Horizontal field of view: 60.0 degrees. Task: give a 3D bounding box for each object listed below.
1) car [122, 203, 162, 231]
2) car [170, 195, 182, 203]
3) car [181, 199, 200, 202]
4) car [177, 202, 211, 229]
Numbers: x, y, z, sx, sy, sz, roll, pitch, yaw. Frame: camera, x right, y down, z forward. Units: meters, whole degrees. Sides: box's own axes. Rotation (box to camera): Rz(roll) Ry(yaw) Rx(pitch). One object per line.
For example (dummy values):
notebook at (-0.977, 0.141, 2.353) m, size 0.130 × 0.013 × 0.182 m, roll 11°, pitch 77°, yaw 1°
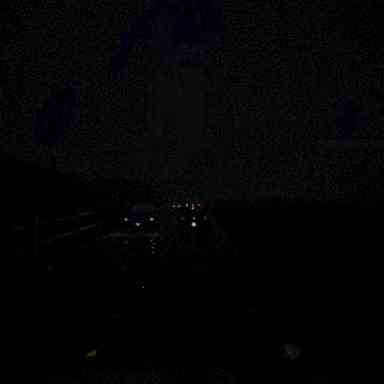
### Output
car at (-2.846, 1.420, 19.786) m, size 1.812 × 1.442 × 4.674 m, roll 0°, pitch 0°, yaw 0°
car at (-2.785, 1.288, 60.333) m, size 2.128 × 1.511 × 4.902 m, roll 0°, pitch 0°, yaw 1°
car at (0.104, 1.433, 37.008) m, size 1.895 × 1.301 × 4.718 m, roll 0°, pitch 0°, yaw 0°
car at (0.103, 1.492, 20.664) m, size 1.895 × 1.301 × 4.718 m, roll 0°, pitch 0°, yaw 0°
